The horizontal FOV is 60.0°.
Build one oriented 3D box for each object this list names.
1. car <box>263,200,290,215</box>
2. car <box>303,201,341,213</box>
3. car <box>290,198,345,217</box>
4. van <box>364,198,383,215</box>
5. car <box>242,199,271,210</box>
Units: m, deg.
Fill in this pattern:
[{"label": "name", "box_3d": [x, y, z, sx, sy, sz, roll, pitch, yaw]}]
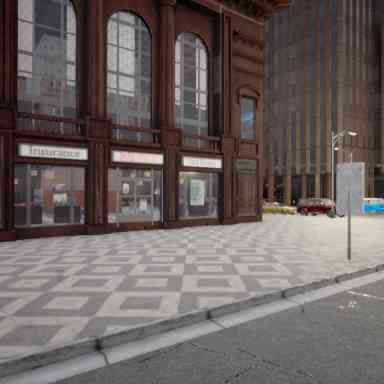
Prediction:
[{"label": "car", "box_3d": [9.532, 1.798, 37.118, 1.752, 1.417, 4.829, 0, 0, -35]}, {"label": "car", "box_3d": [16.397, 1.897, 42.176, 1.802, 1.307, 4.206, -1, 0, -35]}, {"label": "car", "box_3d": [12.672, 1.522, 32.661, 2.192, 1.841, 5.009, 0, 0, -35]}, {"label": "van", "box_3d": [19.635, 1.588, 37.581, 1.690, 1.788, 3.998, -1, 0, -35]}, {"label": "car", "box_3d": [9.913, 1.891, 51.369, 1.967, 1.590, 4.097, -1, 0, -35]}]
